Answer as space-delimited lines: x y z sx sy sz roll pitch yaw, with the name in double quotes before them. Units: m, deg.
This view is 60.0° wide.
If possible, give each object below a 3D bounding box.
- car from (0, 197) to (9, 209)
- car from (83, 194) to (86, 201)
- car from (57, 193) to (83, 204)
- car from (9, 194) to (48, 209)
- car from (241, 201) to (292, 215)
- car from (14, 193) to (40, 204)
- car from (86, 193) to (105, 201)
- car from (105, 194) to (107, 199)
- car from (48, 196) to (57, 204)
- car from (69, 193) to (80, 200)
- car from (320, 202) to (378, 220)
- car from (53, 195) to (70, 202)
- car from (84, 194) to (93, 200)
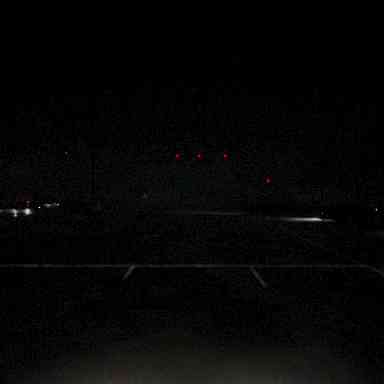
"car" -24.606 1.378 42.966 1.812 1.442 4.674 0 0 0
"car" -24.644 1.211 73.110 1.882 1.535 5.008 0 0 -3
"car" -21.091 1.298 57.928 1.837 1.490 4.892 0 0 0
"car" -21.112 1.204 43.213 2.097 1.767 4.553 0 0 0
"car" 7.149 1.500 32.276 4.718 1.301 1.895 0 0 29
"car" -28.079 1.150 56.802 2.097 1.767 4.553 0 0 0
"car" -21.122 1.329 72.913 1.895 1.301 4.718 0 0 -3
"car" -23.707 1.029 88.003 2.097 1.767 4.553 0 0 -14
"car" -24.586 1.342 57.580 2.033 1.411 5.357 0 0 0
"car" -30.579 1.033 86.632 2.097 1.767 4.553 0 0 -14
"car" 12.431 1.485 26.474 4.181 1.385 1.994 0 0 3
"car" -28.089 1.334 71.583 1.895 1.301 4.718 0 0 0
"car" -27.274 1.199 87.776 1.812 1.442 4.674 0 0 -14
